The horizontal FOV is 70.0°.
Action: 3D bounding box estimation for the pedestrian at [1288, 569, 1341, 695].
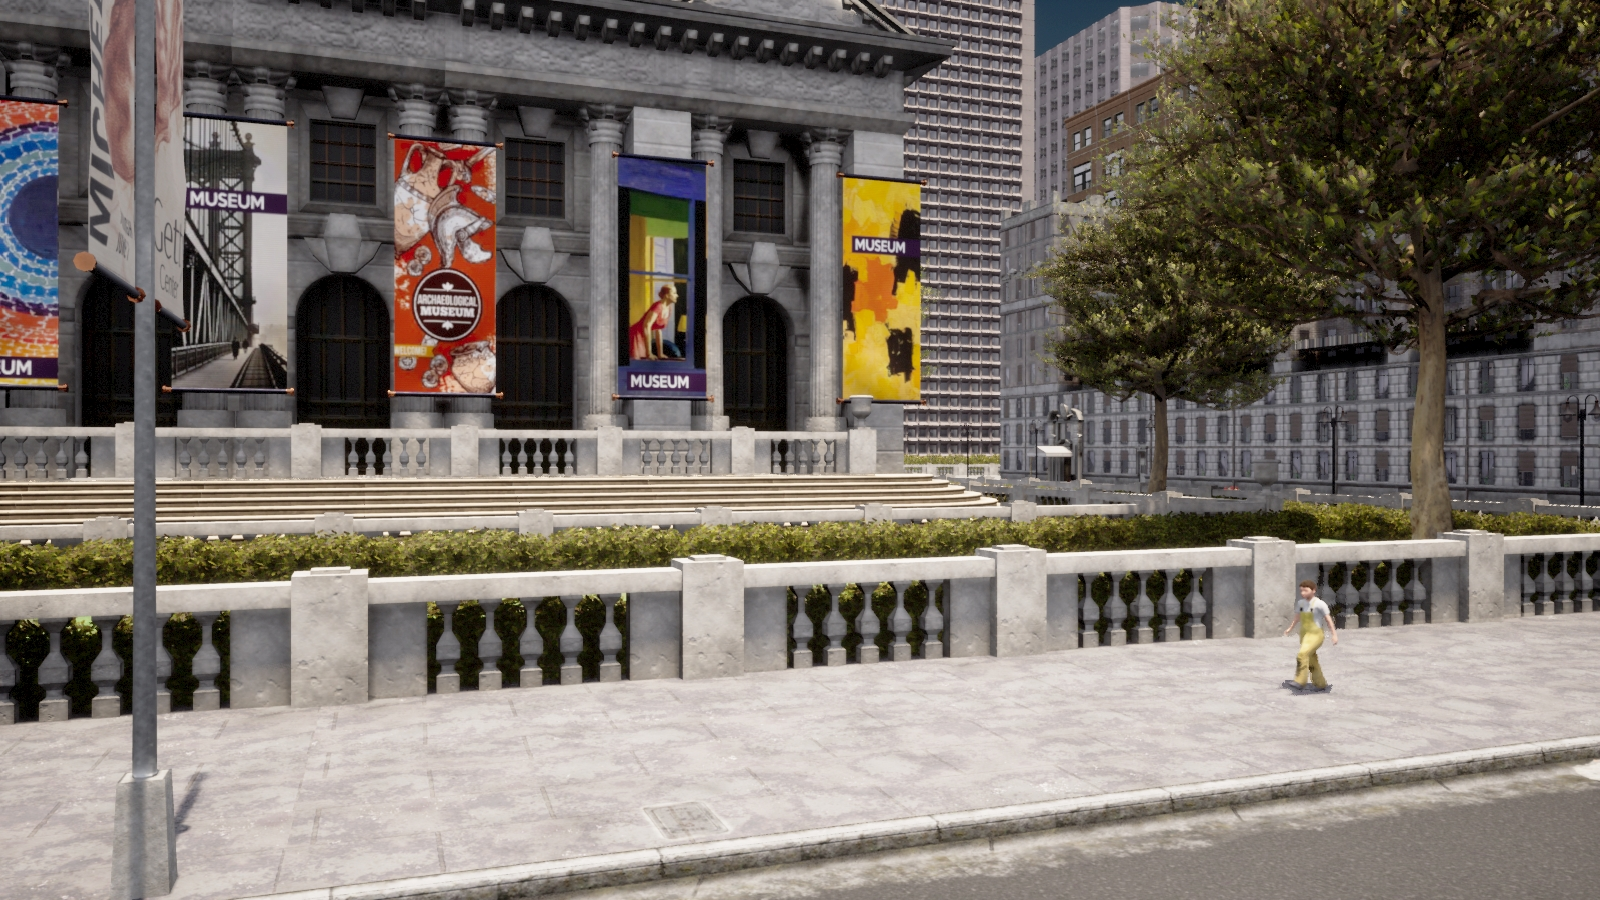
[{"bbox_3d":[5.621,1.980,12.491,0.375,1.300,0.375,0,0,-20],"label":"pedestrian"}]
